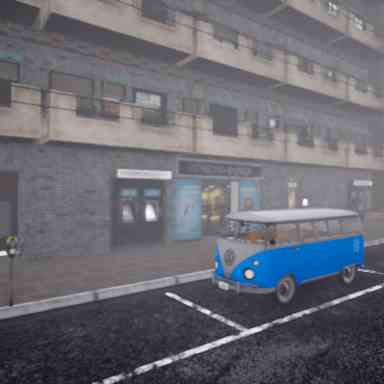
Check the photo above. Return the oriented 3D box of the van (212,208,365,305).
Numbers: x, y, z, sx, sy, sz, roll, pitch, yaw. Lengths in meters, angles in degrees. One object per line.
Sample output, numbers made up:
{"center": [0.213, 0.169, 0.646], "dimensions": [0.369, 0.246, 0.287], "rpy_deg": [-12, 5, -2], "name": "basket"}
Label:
{"center": [2.340, 1.305, 7.746], "dimensions": [3.998, 1.788, 1.690], "rpy_deg": [0, 1, -35], "name": "van"}
